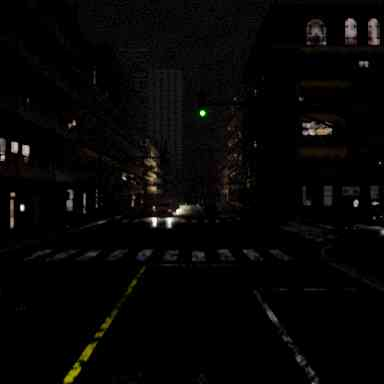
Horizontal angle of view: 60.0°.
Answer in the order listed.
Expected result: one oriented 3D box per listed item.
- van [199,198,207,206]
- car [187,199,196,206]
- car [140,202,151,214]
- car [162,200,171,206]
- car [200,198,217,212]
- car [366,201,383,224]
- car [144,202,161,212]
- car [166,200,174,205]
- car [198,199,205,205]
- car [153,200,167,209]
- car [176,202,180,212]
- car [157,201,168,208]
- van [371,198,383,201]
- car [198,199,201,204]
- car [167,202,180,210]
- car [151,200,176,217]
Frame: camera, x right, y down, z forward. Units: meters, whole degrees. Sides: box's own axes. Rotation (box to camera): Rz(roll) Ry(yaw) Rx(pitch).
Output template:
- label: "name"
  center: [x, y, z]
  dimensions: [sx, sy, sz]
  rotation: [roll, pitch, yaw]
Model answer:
- label: "van"
  center: [2.621, 2.326, 76.670]
  dimensions: [1.690, 1.788, 3.998]
  rotation: [-1, -1, 0]
- label: "car"
  center: [-0.059, 2.358, 77.989]
  dimensions: [2.097, 1.767, 4.553]
  rotation: [0, -1, 0]
- label: "car"
  center: [-5.731, 2.099, 43.502]
  dimensions: [2.008, 1.369, 4.403]
  rotation: [-1, -1, 0]
- label: "car"
  center: [-5.757, 2.508, 76.497]
  dimensions: [1.752, 1.417, 4.829]
  rotation: [-1, -1, 0]
- label: "car"
  center: [2.644, 2.060, 49.032]
  dimensions: [1.967, 1.590, 4.097]
  rotation: [-1, -1, 0]
- label: "car"
  center: [15.020, 1.515, 23.036]
  dimensions: [4.892, 1.490, 1.837]
  rotation: [-1, 0, -1]
- label: "car"
  center: [-5.735, 2.186, 49.028]
  dimensions: [1.947, 1.339, 4.313]
  rotation: [-1, -1, 0]
- label: "car"
  center: [-5.765, 2.716, 87.721]
  dimensions: [1.802, 1.307, 4.206]
  rotation: [-1, -1, 0]
- label: "car"
  center: [2.611, 2.754, 93.250]
  dimensions: [1.887, 1.381, 4.507]
  rotation: [-1, -1, 0]
- label: "car"
  center: [-5.745, 2.205, 60.085]
  dimensions: [1.967, 1.590, 4.097]
  rotation: [-1, -1, 0]
- label: "car"
  center: [-3.133, 2.148, 47.487]
  dimensions: [2.033, 1.411, 5.357]
  rotation: [0, -1, 0]
- label: "car"
  center: [-5.749, 2.420, 65.611]
  dimensions: [1.802, 1.307, 4.206]
  rotation: [-1, -1, 0]
- label: "van"
  center: [15.621, 1.352, 25.620]
  dimensions: [3.998, 1.788, 1.690]
  rotation: [-1, 1, -1]
- label: "car"
  center: [2.632, 2.388, 65.612]
  dimensions: [2.008, 1.369, 4.403]
  rotation: [-1, -1, 0]
- label: "car"
  center: [-3.121, 2.332, 57.485]
  dimensions: [1.895, 1.301, 4.718]
  rotation: [0, -1, 1]
- label: "car"
  center: [-3.127, 1.948, 37.525]
  dimensions: [1.882, 1.535, 5.008]
  rotation: [0, -1, 0]
